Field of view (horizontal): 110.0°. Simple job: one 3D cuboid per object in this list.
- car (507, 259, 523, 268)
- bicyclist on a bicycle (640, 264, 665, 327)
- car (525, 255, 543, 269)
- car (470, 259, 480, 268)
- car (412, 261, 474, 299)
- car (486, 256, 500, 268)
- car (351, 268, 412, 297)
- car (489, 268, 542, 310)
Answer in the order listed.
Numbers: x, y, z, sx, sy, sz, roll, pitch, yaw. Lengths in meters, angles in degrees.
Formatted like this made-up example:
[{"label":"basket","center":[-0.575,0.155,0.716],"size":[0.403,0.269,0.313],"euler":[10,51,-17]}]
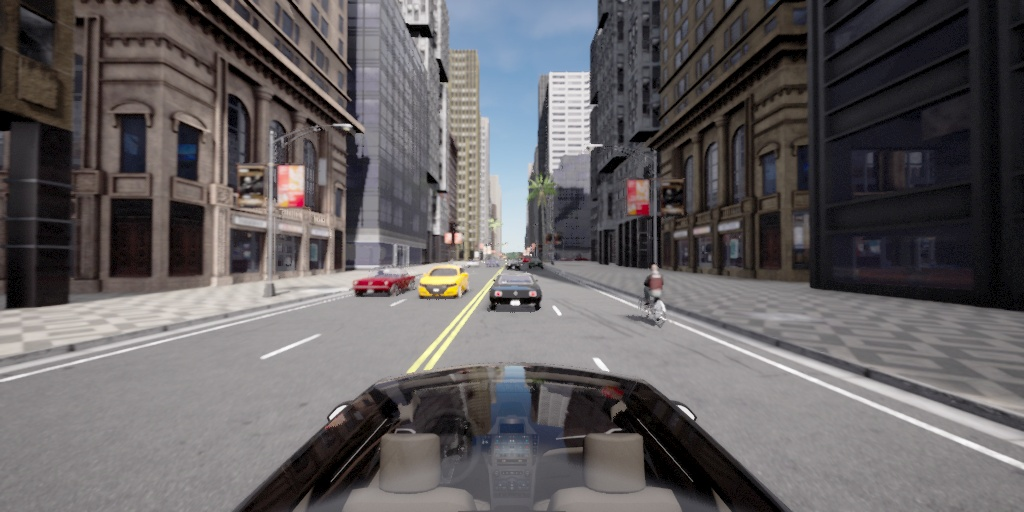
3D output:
[{"label":"car","center":[0.232,1.248,51.355],"size":[1.895,1.301,4.718],"euler":[0,0,0]},{"label":"bicyclist on a bicycle","center":[4.165,1.126,10.705],"size":[0.659,1.776,1.843],"euler":[0,0,0]},{"label":"car","center":[3.480,0.997,53.942],"size":[2.097,1.767,4.553],"euler":[0,0,0]},{"label":"car","center":[-6.386,1.218,59.500],"size":[1.895,1.301,4.718],"euler":[0,0,1]},{"label":"car","center":[-3.309,1.213,18.161],"size":[1.882,1.535,5.008],"euler":[0,0,0]},{"label":"car","center":[-3.143,0.975,59.179],"size":[2.097,1.767,4.553],"euler":[0,0,1]},{"label":"car","center":[-6.558,1.330,18.832],"size":[1.895,1.301,4.718],"euler":[0,0,0]},{"label":"car","center":[0.131,1.346,14.751],"size":[1.895,1.301,4.718],"euler":[0,0,0]}]
